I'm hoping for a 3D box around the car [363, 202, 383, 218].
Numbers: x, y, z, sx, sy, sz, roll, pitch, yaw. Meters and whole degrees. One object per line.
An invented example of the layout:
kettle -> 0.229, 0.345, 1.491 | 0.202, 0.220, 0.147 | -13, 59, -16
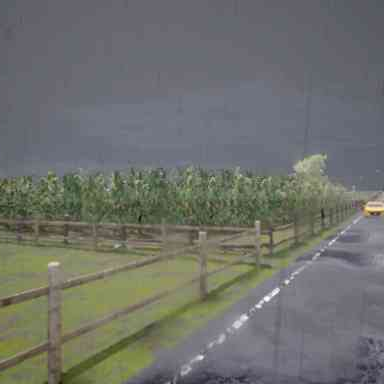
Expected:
car -> 18.102, 1.727, 32.785 | 1.882, 1.535, 5.008 | -1, -1, 30
